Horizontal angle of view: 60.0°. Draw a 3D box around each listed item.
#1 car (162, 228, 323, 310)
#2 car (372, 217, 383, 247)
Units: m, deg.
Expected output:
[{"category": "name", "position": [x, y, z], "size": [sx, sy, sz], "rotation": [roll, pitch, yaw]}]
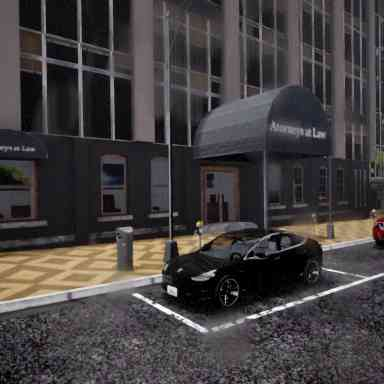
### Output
[{"category": "car", "position": [1.348, 1.564, 7.830], "size": [4.313, 1.339, 1.947], "rotation": [0, -1, -37]}, {"category": "car", "position": [9.620, 1.310, 14.038], "size": [5.009, 1.841, 2.192], "rotation": [0, -1, -37]}]
